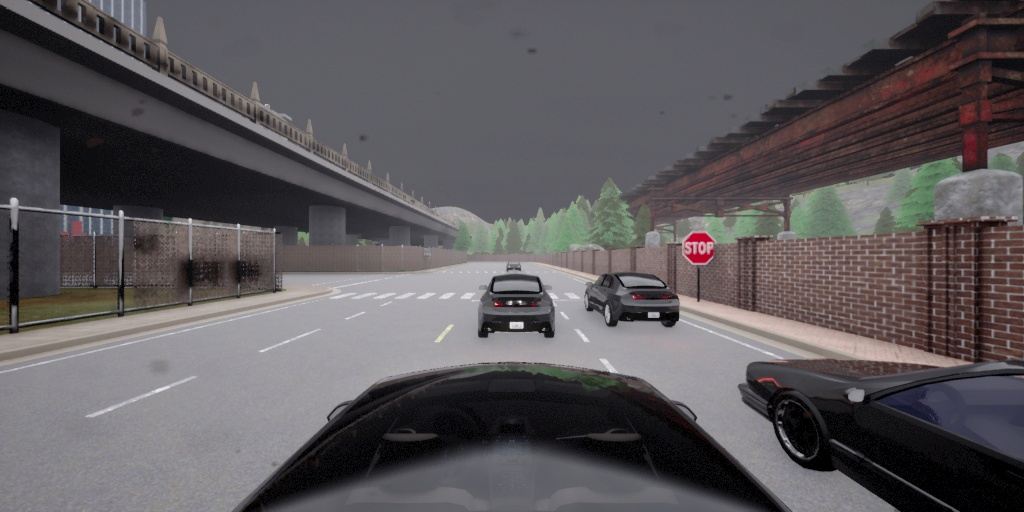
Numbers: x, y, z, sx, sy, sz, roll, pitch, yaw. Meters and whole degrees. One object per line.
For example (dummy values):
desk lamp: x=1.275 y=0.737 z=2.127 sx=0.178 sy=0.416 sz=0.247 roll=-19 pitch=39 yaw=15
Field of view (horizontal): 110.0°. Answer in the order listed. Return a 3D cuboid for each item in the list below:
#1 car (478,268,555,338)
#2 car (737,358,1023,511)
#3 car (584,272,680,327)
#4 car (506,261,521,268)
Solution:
car: x=0.105 y=1.254 z=10.166 sx=1.837 sy=1.490 sz=4.892 roll=0 pitch=0 yaw=0
car: x=3.600 y=1.297 z=1.776 sx=2.033 sy=1.411 sz=5.357 roll=0 pitch=0 yaw=0
car: x=3.608 y=1.254 z=11.522 sx=1.837 sy=1.490 sz=4.892 roll=0 pitch=0 yaw=0
car: x=0.218 y=1.347 z=46.374 sx=1.895 sy=1.301 sz=4.718 roll=0 pitch=0 yaw=-1
